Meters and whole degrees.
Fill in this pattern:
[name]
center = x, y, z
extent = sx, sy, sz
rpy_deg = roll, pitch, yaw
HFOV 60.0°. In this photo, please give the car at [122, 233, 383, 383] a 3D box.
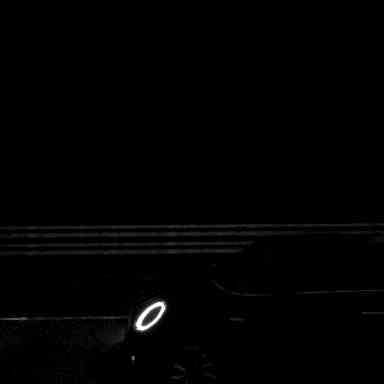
[car]
center = 1.387, 1.387, 4.567
extent = 4.553, 1.767, 2.097
rpy_deg = 0, -1, -1
